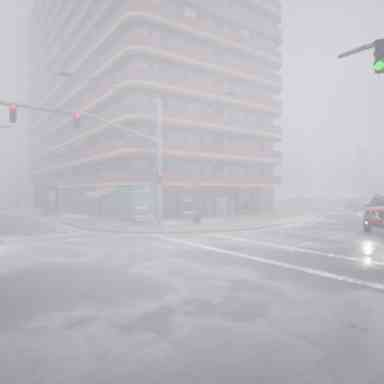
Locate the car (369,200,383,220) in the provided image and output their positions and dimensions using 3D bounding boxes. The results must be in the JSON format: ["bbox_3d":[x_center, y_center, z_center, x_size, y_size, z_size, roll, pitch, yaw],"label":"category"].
[{"bbox_3d":[16.189,1.458,27.642,2.033,1.411,5.357,0,0,21],"label":"car"}]

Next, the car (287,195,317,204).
[{"bbox_3d":[19.065,1.331,58.996,1.882,1.535,5.008,0,0,-26],"label":"car"}]

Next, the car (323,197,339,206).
[{"bbox_3d":[22.131,1.421,48.773,2.033,1.411,5.357,0,0,-12],"label":"car"}]

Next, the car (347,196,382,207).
[{"bbox_3d":[25.544,1.350,49.516,1.882,1.535,5.008,0,0,-12],"label":"car"}]

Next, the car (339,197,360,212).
[{"bbox_3d":[18.829,1.384,37.746,2.128,1.511,4.902,0,0,7],"label":"car"}]

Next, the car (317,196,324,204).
[{"bbox_3d":[22.661,1.417,59.532,1.994,1.385,4.181,0,0,-26],"label":"car"}]

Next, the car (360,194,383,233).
[{"bbox_3d":[11.121,1.148,18.648,2.150,2.045,5.566,0,0,34],"label":"car"}]
